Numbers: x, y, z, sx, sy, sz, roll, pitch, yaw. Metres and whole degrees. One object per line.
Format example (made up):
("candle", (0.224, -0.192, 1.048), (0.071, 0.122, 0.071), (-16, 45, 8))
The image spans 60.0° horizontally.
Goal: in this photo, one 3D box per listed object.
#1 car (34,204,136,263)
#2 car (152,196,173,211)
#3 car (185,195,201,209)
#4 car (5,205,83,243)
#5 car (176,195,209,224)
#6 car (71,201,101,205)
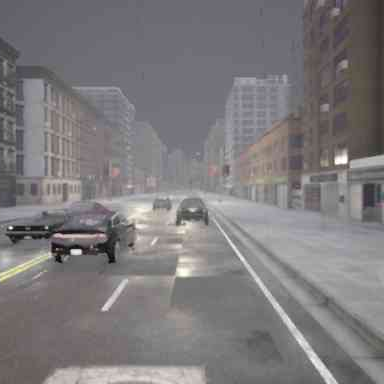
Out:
("car", (-3.149, 1.396, 11.476), (2.128, 1.511, 4.902), (0, 1, 0))
("car", (-3.147, 1.190, 36.035), (2.128, 1.511, 4.902), (0, 1, 0))
("car", (0.090, 1.132, 41.024), (1.882, 1.535, 5.008), (0, 1, 0))
("car", (-6.495, 1.483, 15.358), (1.895, 1.301, 4.718), (0, 0, 0))
("car", (0.045, 1.160, 22.722), (2.097, 1.767, 4.553), (0, 0, 1))
("car", (-6.523, 1.301, 20.197), (1.882, 1.535, 5.008), (0, 0, 1))
